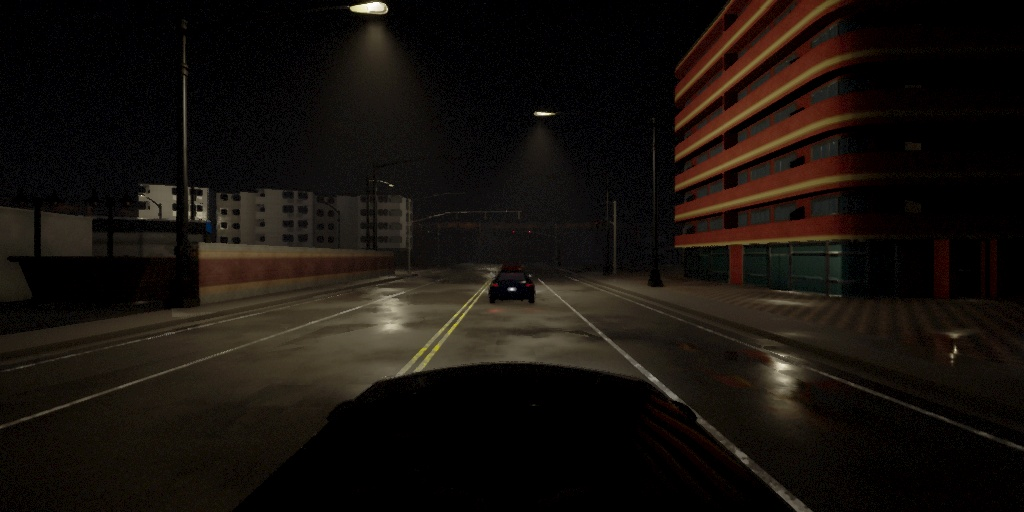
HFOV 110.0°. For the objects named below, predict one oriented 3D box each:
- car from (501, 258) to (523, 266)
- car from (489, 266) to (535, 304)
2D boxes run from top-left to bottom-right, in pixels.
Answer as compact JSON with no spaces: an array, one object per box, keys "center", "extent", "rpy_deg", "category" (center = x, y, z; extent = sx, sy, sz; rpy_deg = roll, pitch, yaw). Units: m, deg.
[{"center":[0.000,1.234,31.500],"extent":[1.882,1.535,5.008],"rpy_deg":[0,0,0],"category":"car"},{"center":[0.000,1.321,16.500],"extent":[1.994,1.385,4.181],"rpy_deg":[0,0,0],"category":"car"}]
